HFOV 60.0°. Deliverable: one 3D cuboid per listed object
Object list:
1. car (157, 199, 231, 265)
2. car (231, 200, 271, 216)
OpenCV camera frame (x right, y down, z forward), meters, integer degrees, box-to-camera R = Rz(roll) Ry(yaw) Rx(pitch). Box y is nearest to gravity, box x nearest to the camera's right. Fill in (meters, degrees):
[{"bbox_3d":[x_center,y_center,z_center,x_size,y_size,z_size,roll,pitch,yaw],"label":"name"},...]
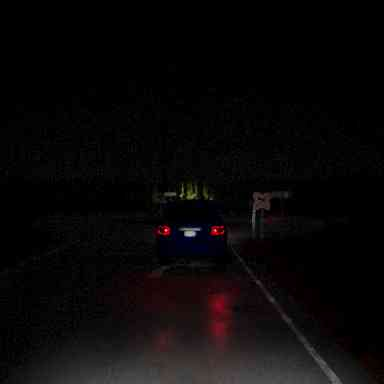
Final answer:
[{"bbox_3d":[0.171,1.261,12.025,2.150,2.045,5.566,0,0,5],"label":"car"},{"bbox_3d":[5.792,1.591,33.832,2.128,1.511,4.902,1,-1,-37],"label":"car"}]
